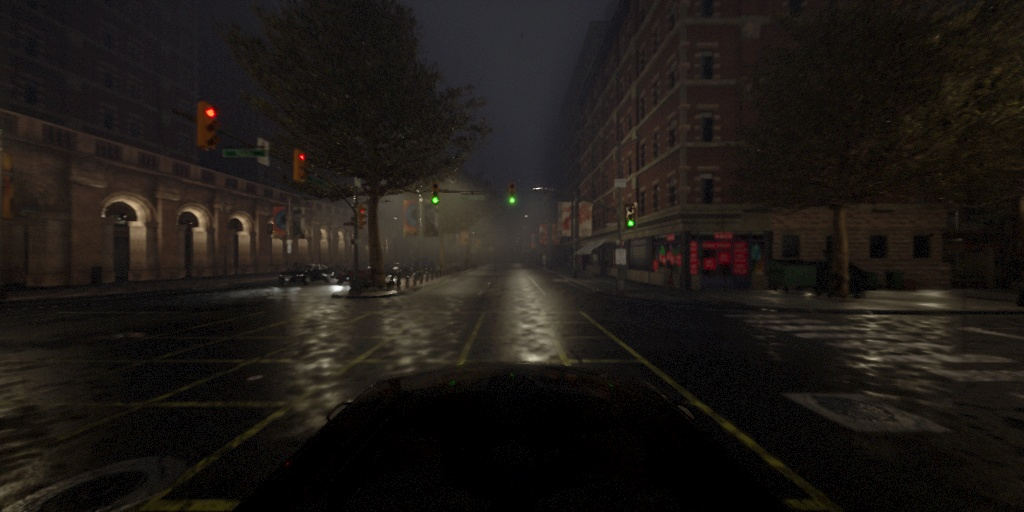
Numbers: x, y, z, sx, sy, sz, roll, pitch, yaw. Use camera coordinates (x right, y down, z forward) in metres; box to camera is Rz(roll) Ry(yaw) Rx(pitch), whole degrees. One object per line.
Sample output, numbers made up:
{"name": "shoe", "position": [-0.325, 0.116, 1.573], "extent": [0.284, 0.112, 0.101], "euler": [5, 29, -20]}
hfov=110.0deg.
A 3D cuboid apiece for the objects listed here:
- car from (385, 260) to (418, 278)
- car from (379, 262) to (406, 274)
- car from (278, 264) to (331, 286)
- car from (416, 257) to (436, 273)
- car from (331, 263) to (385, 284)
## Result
{"name": "car", "position": [-11.526, 1.412, 36.545], "extent": [2.033, 1.411, 5.357], "euler": [0, 0, 0]}
{"name": "car", "position": [-14.998, 1.457, 45.278], "extent": [1.994, 1.385, 4.181], "euler": [0, 0, 0]}
{"name": "car", "position": [-15.084, 1.322, 26.517], "extent": [2.128, 1.511, 4.902], "euler": [0, 0, 0]}
{"name": "car", "position": [-11.498, 1.120, 47.047], "extent": [2.150, 2.045, 5.566], "euler": [0, 0, 0]}
{"name": "car", "position": [-11.582, 1.398, 27.303], "extent": [1.994, 1.385, 4.181], "euler": [0, 0, 0]}
